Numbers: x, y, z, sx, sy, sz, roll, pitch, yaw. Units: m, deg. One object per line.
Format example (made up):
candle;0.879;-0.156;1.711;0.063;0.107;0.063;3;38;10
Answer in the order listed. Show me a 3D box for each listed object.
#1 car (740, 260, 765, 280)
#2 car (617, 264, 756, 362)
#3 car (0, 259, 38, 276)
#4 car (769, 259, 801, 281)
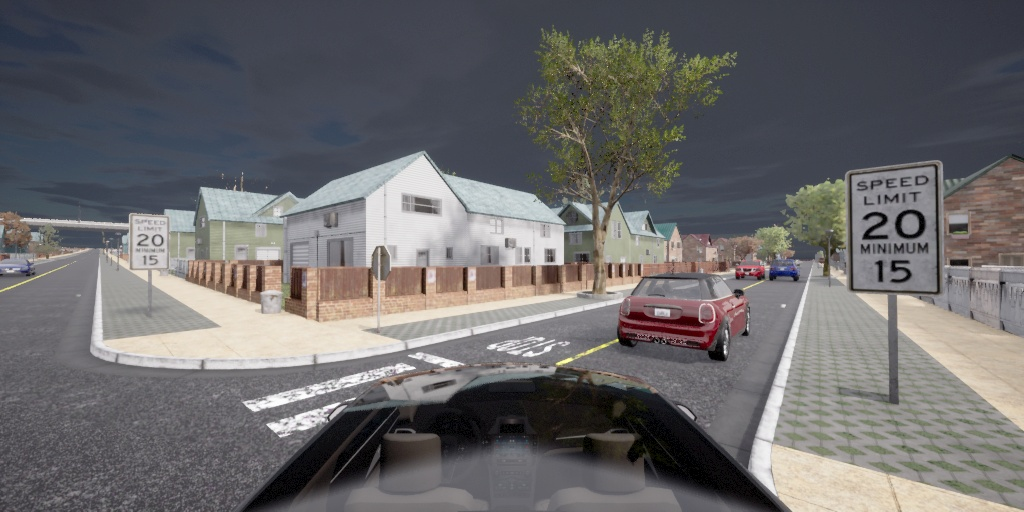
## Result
car;24.973;1.395;37.493;2.150;2.045;5.566;-1;-1;40
car;4.383;1.175;8.812;2.097;1.767;4.553;-1;-1;40
car;-42.114;0.967;30.394;4.674;1.442;1.812;1;0;41
car;26.815;1.362;35.298;2.150;2.045;5.566;-1;-1;40
